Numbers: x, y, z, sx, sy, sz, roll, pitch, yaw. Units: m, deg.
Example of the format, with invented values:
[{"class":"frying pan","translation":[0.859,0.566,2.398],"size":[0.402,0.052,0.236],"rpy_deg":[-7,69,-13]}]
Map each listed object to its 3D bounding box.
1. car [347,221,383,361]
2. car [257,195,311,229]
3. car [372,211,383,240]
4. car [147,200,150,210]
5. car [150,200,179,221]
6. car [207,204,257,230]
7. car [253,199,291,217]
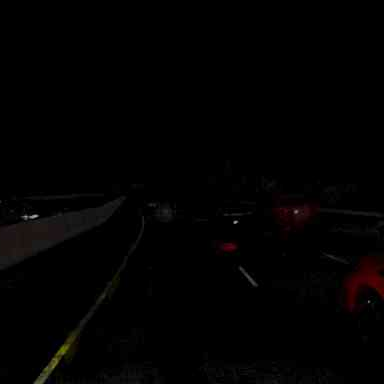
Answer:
[{"class":"car","translation":[3.498,1.217,2.779],"size":[2.150,2.045,5.566],"rpy_deg":[0,0,-1]},{"class":"car","translation":[5.665,1.224,21.652],"size":[2.150,2.045,5.566],"rpy_deg":[0,0,-7]},{"class":"car","translation":[9.939,1.592,14.010],"size":[1.895,1.301,4.718],"rpy_deg":[0,0,-4]},{"class":"car","translation":[-4.813,1.634,42.863],"size":[1.895,1.301,4.718],"rpy_deg":[0,0,-10]},{"class":"car","translation":[-2.196,1.583,27.225],"size":[1.994,1.385,4.181],"rpy_deg":[0,0,-9]},{"class":"car","translation":[2.176,1.500,21.204],"size":[2.128,1.511,4.902],"rpy_deg":[0,0,-7]},{"class":"car","translation":[7.640,1.511,32.322],"size":[1.837,1.490,4.892],"rpy_deg":[0,0,-9]}]
